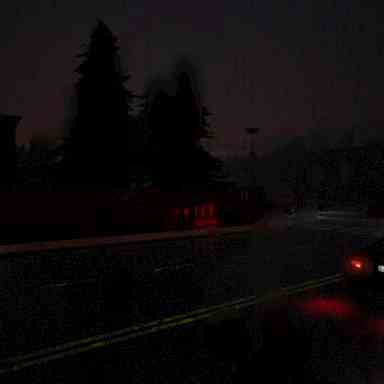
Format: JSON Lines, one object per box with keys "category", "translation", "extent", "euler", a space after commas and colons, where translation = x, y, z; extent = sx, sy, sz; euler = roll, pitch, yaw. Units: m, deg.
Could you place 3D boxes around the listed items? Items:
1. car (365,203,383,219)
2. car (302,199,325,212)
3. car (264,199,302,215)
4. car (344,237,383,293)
{"category": "car", "translation": [16.683, 1.564, 27.512], "extent": [1.994, 1.385, 4.181], "euler": [0, 0, -35]}
{"category": "car", "translation": [13.085, 1.526, 38.698], "extent": [1.812, 1.442, 4.674], "euler": [0, 0, -35]}
{"category": "car", "translation": [8.142, 1.491, 33.556], "extent": [2.128, 1.511, 4.902], "euler": [0, 0, -35]}
{"category": "car", "translation": [5.788, 1.547, 7.900], "extent": [5.357, 1.411, 2.033], "euler": [0, 0, -35]}
